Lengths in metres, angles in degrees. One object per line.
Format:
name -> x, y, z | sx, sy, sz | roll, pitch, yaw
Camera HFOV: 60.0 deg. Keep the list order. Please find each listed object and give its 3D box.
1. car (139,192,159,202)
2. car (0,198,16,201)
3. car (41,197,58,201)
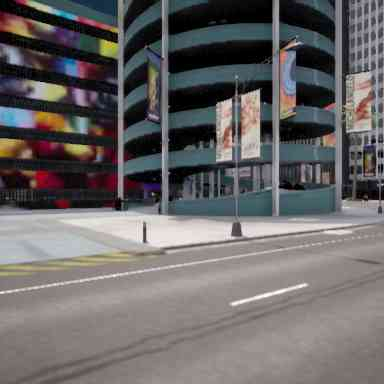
car -> -8.572, 1.006, 65.660 | 2.435, 2.045, 5.566 | 0, 0, -36
car -> -22.264, 1.296, 40.231 | 2.002, 1.452, 4.674 | 0, 0, -36
car -> -23.088, 1.438, 54.163 | 1.895, 1.301, 4.718 | 0, 0, -36
